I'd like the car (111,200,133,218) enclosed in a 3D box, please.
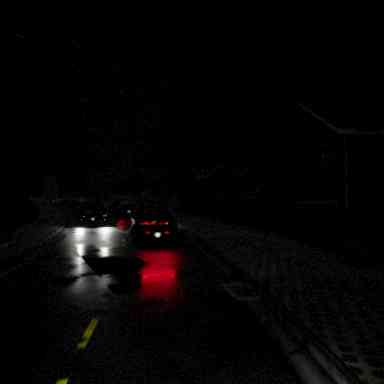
[{"bbox_3d":[-5.915,1.380,28.790,1.812,1.442,4.674,1,0,-22],"label":"car"}]

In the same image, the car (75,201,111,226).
[{"bbox_3d":[-6.673,1.375,22.328,1.837,1.490,4.892,1,0,-17],"label":"car"}]

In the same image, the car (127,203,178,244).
[{"bbox_3d":[-1.865,1.440,15.412,1.837,1.490,4.892,0,-1,-12],"label":"car"}]
